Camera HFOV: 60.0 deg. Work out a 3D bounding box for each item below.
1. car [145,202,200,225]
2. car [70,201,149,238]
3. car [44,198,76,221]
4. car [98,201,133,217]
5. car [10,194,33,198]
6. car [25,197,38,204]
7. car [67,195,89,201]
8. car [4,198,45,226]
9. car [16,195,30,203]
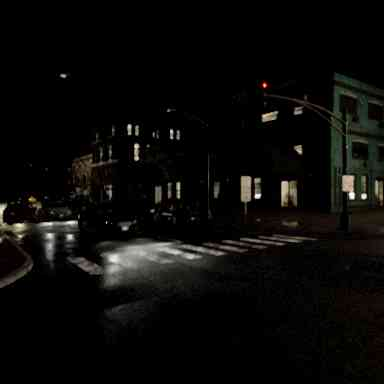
[{"bbox_3d":[-1.187,1.465,22.951,2.008,1.369,4.403,-1,0,-35],"label":"car"},{"bbox_3d":[-4.469,1.419,17.304,2.128,1.511,4.902,0,0,-35],"label":"car"},{"bbox_3d":[-11.160,1.505,26.952,1.812,1.442,4.674,0,0,-35],"label":"car"},{"bbox_3d":[-7.434,1.544,31.959,1.802,1.307,4.206,-1,0,-35],"label":"car"},{"bbox_3d":[-22.779,1.293,43.830,2.150,2.045,5.566,0,0,-34],"label":"car"},{"bbox_3d":[-33.588,1.694,69.446,1.752,1.417,4.829,-1,0,-35],"label":"car"},{"bbox_3d":[-14.446,1.332,41.987,2.192,1.841,5.009,-1,0,-35],"label":"car"},{"bbox_3d":[-12.014,1.420,23.403,1.967,1.590,4.097,-1,0,-35],"label":"car"},{"bbox_3d":[-39.820,1.534,78.430,2.192,1.841,5.009,-1,0,-35],"label":"car"}]
